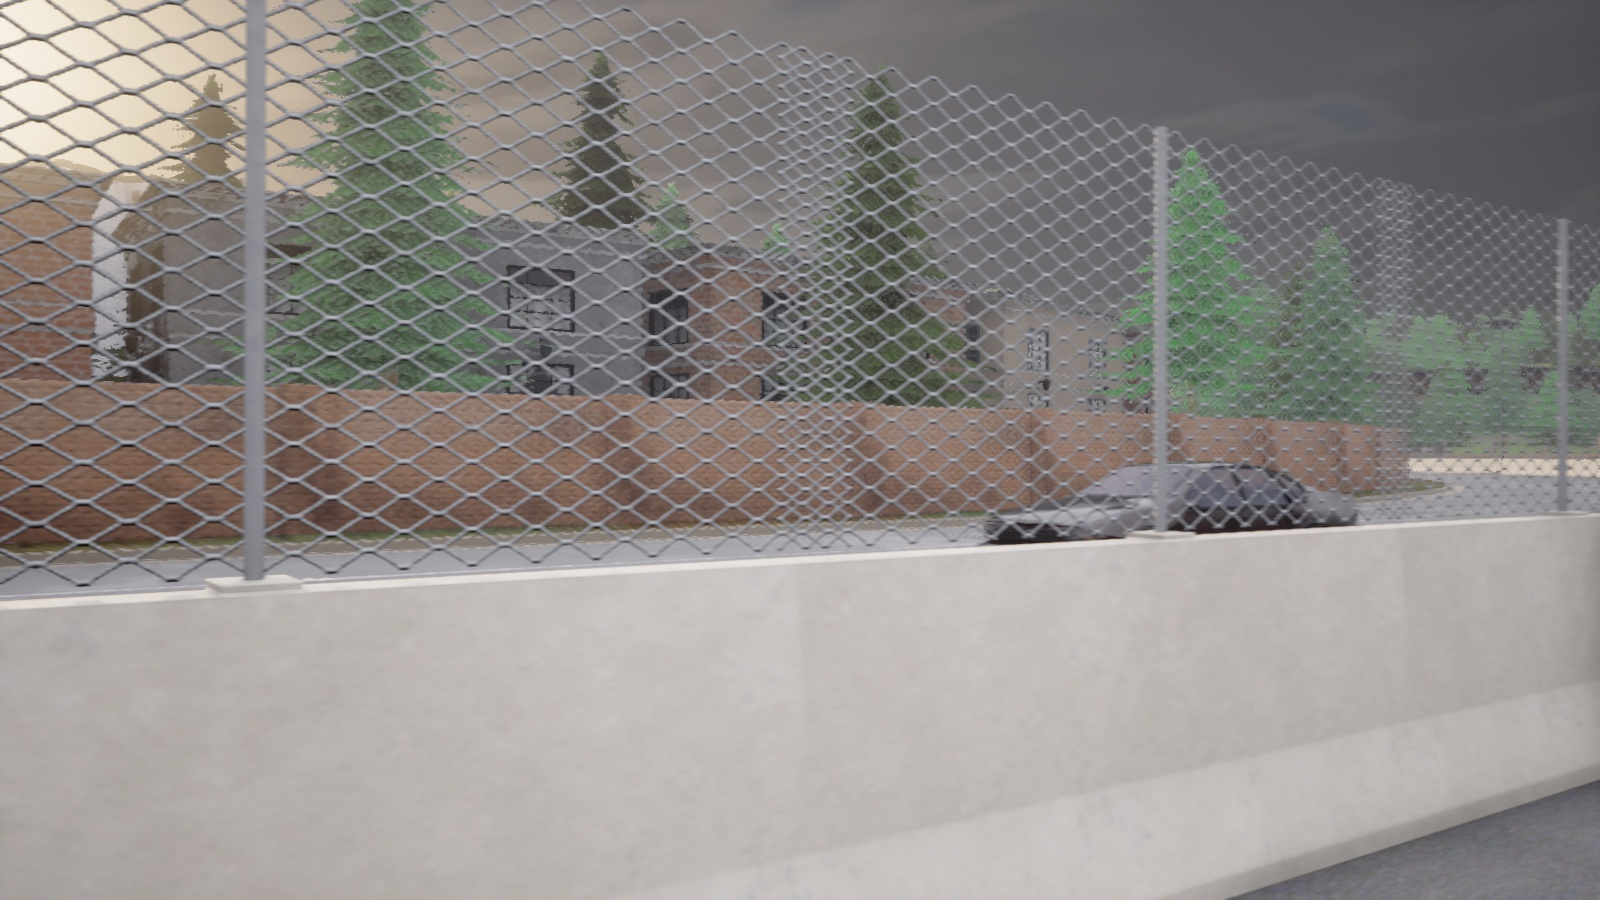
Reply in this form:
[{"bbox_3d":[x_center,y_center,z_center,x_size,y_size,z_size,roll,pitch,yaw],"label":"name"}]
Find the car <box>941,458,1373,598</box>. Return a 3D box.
[{"bbox_3d":[4.434,0.820,15.219,5.357,1.411,2.033,0,0,-33],"label":"car"}]
